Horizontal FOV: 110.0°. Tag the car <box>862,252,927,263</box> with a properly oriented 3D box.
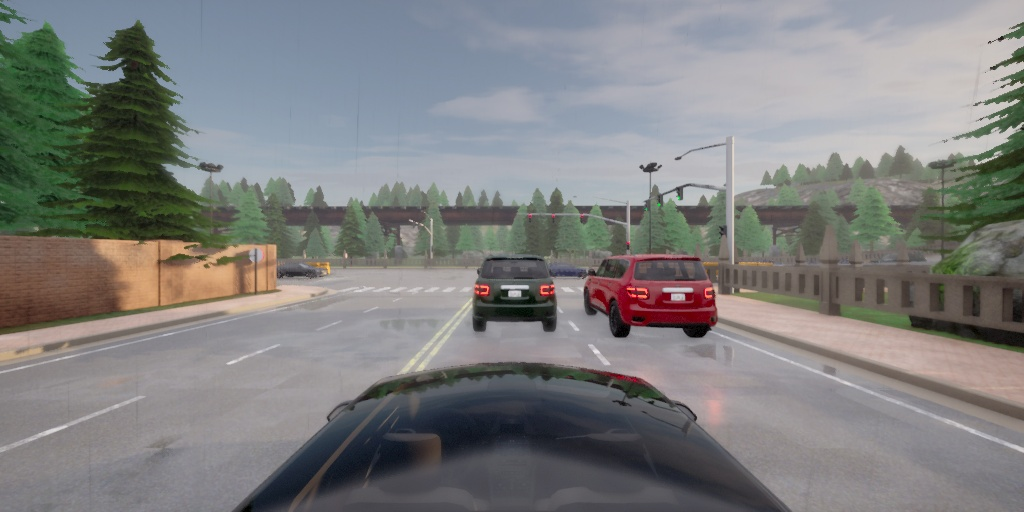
[{"bbox_3d":[45.143,0.663,42.006,5.566,2.045,2.150,-3,0,-1],"label":"car"}]

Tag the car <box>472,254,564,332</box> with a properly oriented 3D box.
[{"bbox_3d":[0.071,0.970,11.021,2.150,2.045,5.566,0,0,0],"label":"car"}]

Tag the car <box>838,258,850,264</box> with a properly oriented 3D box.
[{"bbox_3d":[41.763,1.074,45.505,4.902,1.511,2.128,-2,0,0],"label":"car"}]

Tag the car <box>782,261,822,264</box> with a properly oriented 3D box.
[{"bbox_3d":[34.747,1.296,42.021,4.181,1.385,1.994,0,0,0],"label":"car"}]

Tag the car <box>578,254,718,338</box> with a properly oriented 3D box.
[{"bbox_3d":[3.571,0.970,10.344,2.150,2.045,5.566,0,0,0],"label":"car"}]

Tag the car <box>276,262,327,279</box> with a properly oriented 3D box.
[{"bbox_3d":[-18.797,1.271,31.603,4.674,1.442,1.812,0,0,0],"label":"car"}]

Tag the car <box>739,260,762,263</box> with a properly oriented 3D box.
[{"bbox_3d":[25.834,1.236,42.051,4.902,1.511,2.128,0,0,0],"label":"car"}]

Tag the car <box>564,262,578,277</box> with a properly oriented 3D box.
[{"bbox_3d":[4.580,1.271,31.466,4.674,1.442,1.812,0,0,0],"label":"car"}]

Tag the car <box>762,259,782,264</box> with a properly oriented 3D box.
[{"bbox_3d":[31.383,1.291,45.541,5.357,1.411,2.033,0,0,0],"label":"car"}]
